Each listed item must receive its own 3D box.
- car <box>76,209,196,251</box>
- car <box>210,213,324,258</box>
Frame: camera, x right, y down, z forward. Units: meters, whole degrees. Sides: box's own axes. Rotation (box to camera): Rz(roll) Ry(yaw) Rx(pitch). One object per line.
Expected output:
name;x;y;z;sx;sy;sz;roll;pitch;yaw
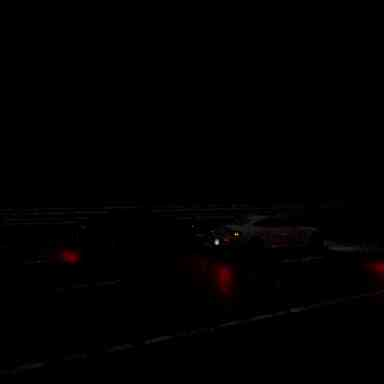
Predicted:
car;-2.238;1.474;14.009;5.008;1.535;1.882;0;0;-27
car;2.913;1.542;12.742;4.674;1.442;1.812;0;0;-27
